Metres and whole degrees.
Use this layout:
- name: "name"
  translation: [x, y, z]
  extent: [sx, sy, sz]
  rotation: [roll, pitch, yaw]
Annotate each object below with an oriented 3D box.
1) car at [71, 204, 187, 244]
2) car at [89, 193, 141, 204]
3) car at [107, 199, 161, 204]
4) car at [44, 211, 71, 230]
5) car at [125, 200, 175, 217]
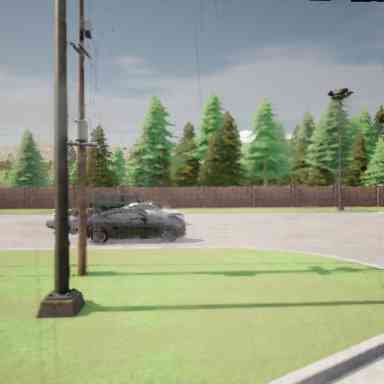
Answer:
- name: "car"
  translation: [-2.574, 1.436, 14.658]
  extent: [4.674, 1.442, 1.812]
  rotation: [0, 0, -2]
- name: "car"
  translation: [-4.955, 1.071, 25.058]
  extent: [5.566, 2.045, 2.150]
  rotation: [0, 0, -2]
- name: "car"
  translation: [-2.849, 1.391, 21.653]
  extent: [4.674, 1.442, 1.812]
  rotation: [0, 0, -2]
- name: "car"
  translation: [-5.313, 1.498, 18.042]
  extent: [4.718, 1.301, 1.895]
  rotation: [0, 0, -2]
- name: "car"
  translation: [-3.535, 1.385, 28.620]
  extent: [4.181, 1.385, 1.994]
  rotation: [0, 0, -2]
